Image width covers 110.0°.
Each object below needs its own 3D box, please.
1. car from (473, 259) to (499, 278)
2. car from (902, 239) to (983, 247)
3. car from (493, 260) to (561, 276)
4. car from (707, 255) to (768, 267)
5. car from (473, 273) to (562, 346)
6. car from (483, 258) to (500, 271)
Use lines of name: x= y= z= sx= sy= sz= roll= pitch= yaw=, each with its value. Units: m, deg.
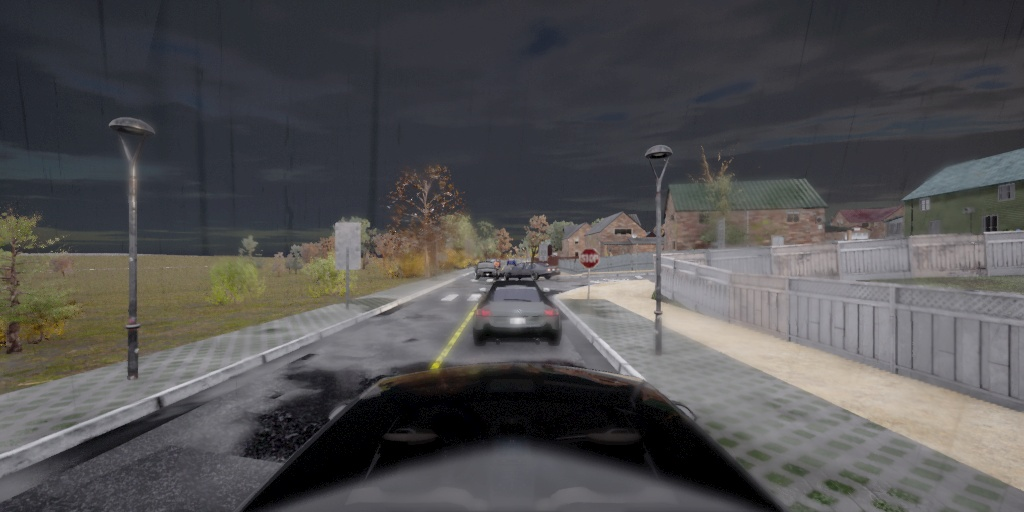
car: x=-2.299 y=1.258 z=31.322 sx=1.837 sy=1.490 sz=4.892 roll=0 pitch=0 yaw=-8
car: x=23.857 y=-0.208 z=20.409 sx=4.902 sy=1.511 sz=2.128 roll=-3 pitch=0 yaw=14
car: x=1.293 y=1.198 z=28.417 sx=5.357 sy=1.411 sz=2.033 roll=-4 pitch=-3 yaw=43
car: x=14.353 y=0.413 z=22.815 sx=4.181 sy=1.385 sz=1.994 roll=-3 pitch=0 yaw=16
car: x=0.089 y=1.313 z=9.400 sx=1.994 sy=1.385 sz=4.181 roll=0 pitch=0 yaw=-1
car: x=-2.928 y=1.121 z=51.139 sx=2.097 sy=1.767 sz=4.553 roll=0 pitch=0 yaw=1
